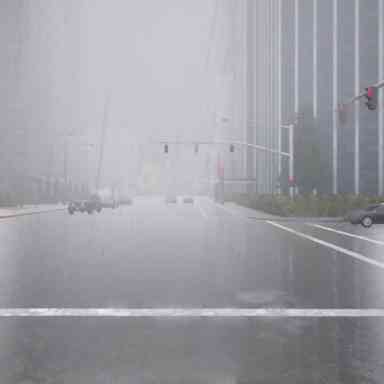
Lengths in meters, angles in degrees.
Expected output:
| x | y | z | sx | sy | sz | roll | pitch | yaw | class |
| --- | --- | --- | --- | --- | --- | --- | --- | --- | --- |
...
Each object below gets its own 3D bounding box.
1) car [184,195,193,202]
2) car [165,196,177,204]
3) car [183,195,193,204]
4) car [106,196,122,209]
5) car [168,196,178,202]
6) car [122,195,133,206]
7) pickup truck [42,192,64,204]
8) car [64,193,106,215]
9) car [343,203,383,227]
| x | y | z | sx | sy | sz | roll | pitch | yaw | class |
| --- | --- | --- | --- | --- | --- | --- | --- | --- | --- |
| -0.828 | 1.387 | 75.567 | 1.882 | 1.535 | 5.008 | 0 | 0 | 0 | car |
| -4.140 | 1.601 | 64.977 | 1.895 | 1.301 | 4.718 | 0 | 0 | 0 | car |
| -0.743 | 1.526 | 65.316 | 1.812 | 1.442 | 4.674 | 0 | 0 | 0 | car |
| -11.171 | 1.564 | 44.907 | 1.994 | 1.385 | 4.181 | 0 | 0 | 0 | car |
| -4.324 | 1.540 | 75.238 | 2.033 | 1.411 | 5.357 | 0 | 0 | 0 | car |
| -11.243 | 1.352 | 55.360 | 2.097 | 1.767 | 4.553 | 0 | 0 | 0 | car |
| -24.321 | 1.059 | 60.016 | 2.390 | 2.098 | 6.274 | 0 | 0 | 30 | pickup truck |
| -11.085 | 1.221 | 34.864 | 2.150 | 2.045 | 5.566 | 0 | 0 | -1 | car |
| 12.634 | 1.505 | 22.053 | 4.892 | 1.490 | 1.837 | 0 | 0 | 0 | car |
